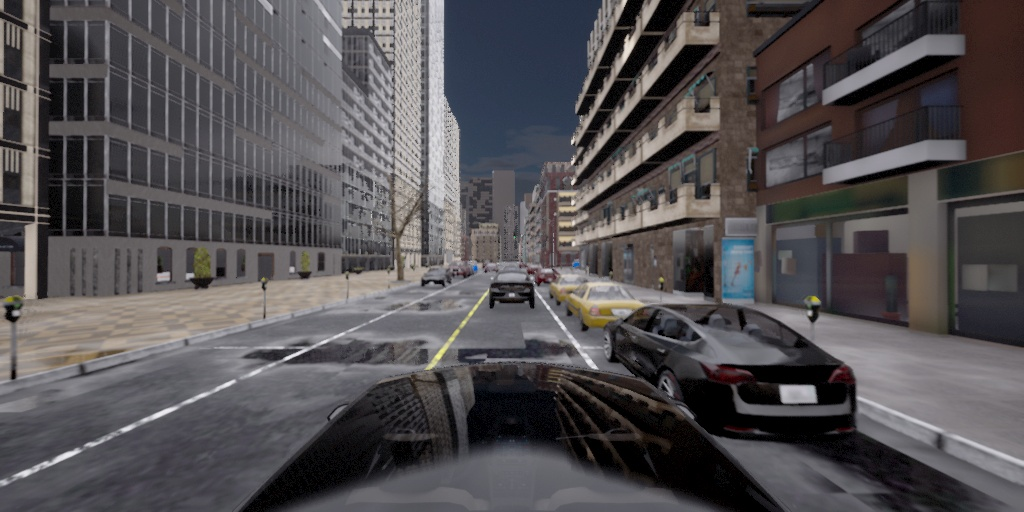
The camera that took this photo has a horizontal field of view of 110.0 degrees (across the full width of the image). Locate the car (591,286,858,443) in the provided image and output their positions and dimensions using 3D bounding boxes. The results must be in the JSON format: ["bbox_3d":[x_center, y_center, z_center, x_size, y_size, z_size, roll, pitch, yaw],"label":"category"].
[{"bbox_3d":[2.690,1.352,5.438,1.948,1.339,4.313,0,0,0],"label":"car"}]

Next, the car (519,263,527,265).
[{"bbox_3d":[-0.004,1.589,30.833,2.033,1.411,5.357,0,-1,0],"label":"car"}]

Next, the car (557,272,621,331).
[{"bbox_3d":[2.689,1.366,11.129,1.751,1.417,4.829,0,0,0],"label":"car"}]

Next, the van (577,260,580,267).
[{"bbox_3d":[13.730,1.515,61.203,3.998,1.789,1.690,0,0,0],"label":"van"}]

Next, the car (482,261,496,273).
[{"bbox_3d":[-3.016,1.803,53.195,1.812,1.442,4.674,0,-1,0],"label":"car"}]

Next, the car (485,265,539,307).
[{"bbox_3d":[0.006,1.372,16.325,1.882,1.535,5.008,0,0,0],"label":"car"}]

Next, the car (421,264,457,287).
[{"bbox_3d":[-5.696,1.574,27.527,1.948,1.339,4.313,0,0,0],"label":"car"}]

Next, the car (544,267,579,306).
[{"bbox_3d":[2.686,1.421,16.652,1.751,1.417,4.829,0,0,0],"label":"car"}]

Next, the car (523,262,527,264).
[{"bbox_3d":[2.680,1.725,44.095,1.888,1.381,4.507,0,0,0],"label":"car"}]

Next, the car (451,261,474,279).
[{"bbox_3d":[-5.699,1.436,38.571,2.192,1.841,5.009,0,0,0],"label":"car"}]

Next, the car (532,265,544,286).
[{"bbox_3d":[2.684,1.553,27.528,1.888,1.381,4.507,0,0,0],"label":"car"}]

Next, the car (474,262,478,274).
[{"bbox_3d":[-5.700,1.745,44.094,1.948,1.339,4.313,0,0,0],"label":"car"}]
